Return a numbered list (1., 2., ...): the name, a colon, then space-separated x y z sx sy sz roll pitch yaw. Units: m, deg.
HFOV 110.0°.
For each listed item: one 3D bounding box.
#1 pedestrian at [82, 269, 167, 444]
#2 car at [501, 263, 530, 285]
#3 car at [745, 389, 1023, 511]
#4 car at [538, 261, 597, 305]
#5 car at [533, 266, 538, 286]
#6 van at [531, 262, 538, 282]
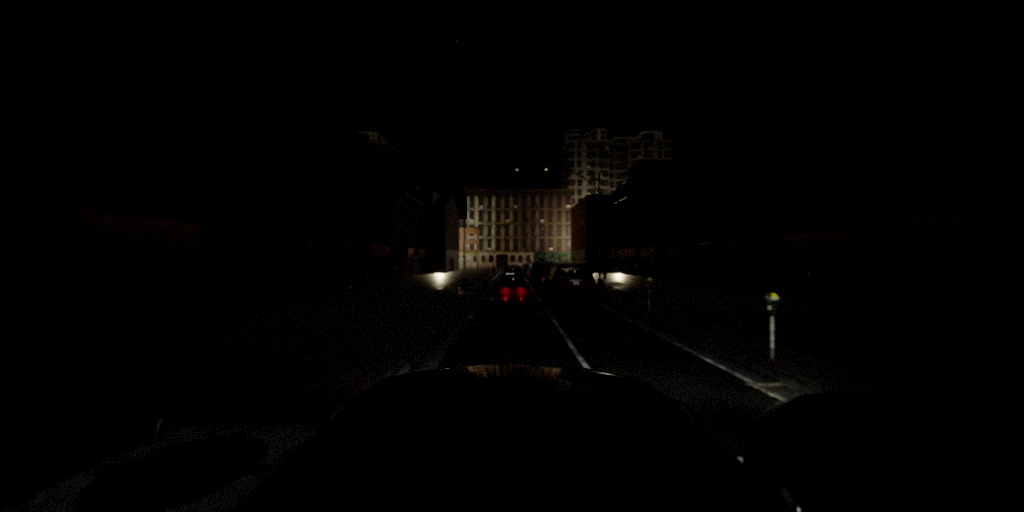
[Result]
1. pedestrian: -3.824 0.913 3.559 0.375 1.860 0.375 0 0 0
2. car: 0.090 1.549 29.157 2.128 1.511 4.902 0 -1 0
3. car: 2.750 1.091 0.754 2.097 1.767 4.553 0 -1 0
4. car: 2.633 1.237 17.067 2.192 1.841 5.009 0 0 0
5. car: 2.632 1.534 22.542 2.007 1.370 4.403 0 0 0
6. van: 2.631 1.386 28.016 1.690 1.789 3.998 0 0 0
